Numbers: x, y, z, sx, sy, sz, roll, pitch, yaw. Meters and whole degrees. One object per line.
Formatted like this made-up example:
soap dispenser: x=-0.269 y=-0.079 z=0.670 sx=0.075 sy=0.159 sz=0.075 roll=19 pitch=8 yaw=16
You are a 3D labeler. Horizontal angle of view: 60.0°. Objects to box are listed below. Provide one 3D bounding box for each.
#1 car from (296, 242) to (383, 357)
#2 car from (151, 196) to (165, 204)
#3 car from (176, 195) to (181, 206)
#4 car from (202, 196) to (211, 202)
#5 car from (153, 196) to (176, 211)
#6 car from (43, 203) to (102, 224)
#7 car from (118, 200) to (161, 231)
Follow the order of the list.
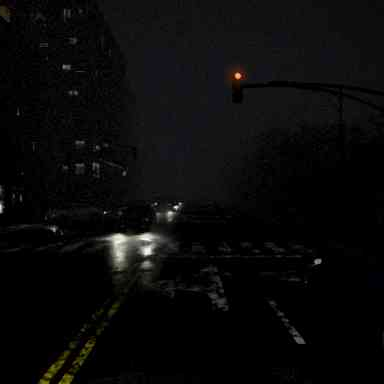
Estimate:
car: x=3.355 y=1.547 z=5.374 sx=2.033 sy=1.411 sz=5.357 roll=0 pitch=0 yaw=0
car: x=-6.511 y=1.569 z=63.887 sx=2.033 sy=1.411 sz=5.357 roll=0 pitch=0 yaw=0
car: x=-3.302 y=1.493 z=55.641 sx=1.882 sy=1.535 sz=5.008 roll=0 pitch=0 yaw=0
car: x=3.301 y=1.627 z=76.725 sx=1.895 sy=1.301 sz=4.718 roll=0 pitch=0 yaw=0
car: x=-3.326 y=1.358 z=39.682 sx=2.097 sy=1.767 sz=4.553 roll=0 pitch=0 yaw=0
car: x=-9.199 y=1.608 z=25.937 sx=1.812 sy=1.442 sz=4.674 roll=1 pitch=1 yaw=35
car: x=-3.345 y=1.523 z=21.189 sx=1.882 sy=1.535 sz=5.008 roll=0 pitch=0 yaw=0
